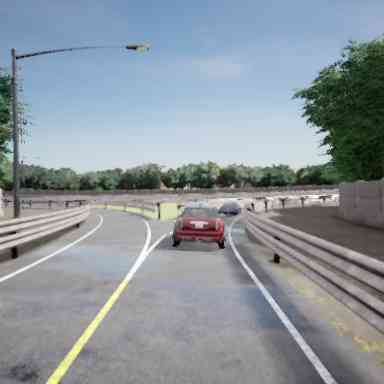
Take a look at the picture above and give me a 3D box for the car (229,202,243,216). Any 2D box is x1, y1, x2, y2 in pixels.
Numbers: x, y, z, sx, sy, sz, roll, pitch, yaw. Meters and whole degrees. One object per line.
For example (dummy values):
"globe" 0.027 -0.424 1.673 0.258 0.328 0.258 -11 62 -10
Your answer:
"car" 4.230 1.798 35.545 1.994 1.385 4.181 0 -1 17

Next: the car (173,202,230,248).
"car" 0.410 1.360 15.108 2.097 1.767 4.553 2 0 3
